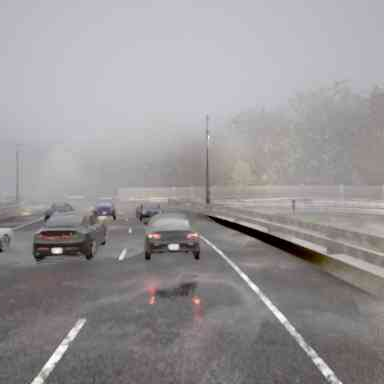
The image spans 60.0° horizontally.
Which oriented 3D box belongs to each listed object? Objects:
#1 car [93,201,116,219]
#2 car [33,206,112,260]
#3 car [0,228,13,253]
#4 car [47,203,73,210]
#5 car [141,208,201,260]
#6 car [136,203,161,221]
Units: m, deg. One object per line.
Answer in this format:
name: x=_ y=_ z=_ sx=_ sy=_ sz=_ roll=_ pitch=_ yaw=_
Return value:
car: x=-7.549 y=1.500 z=28.755 sx=1.812 sy=1.442 sz=4.674 roll=0 pitch=0 yaw=-14
car: x=-4.348 y=1.500 z=12.431 sx=1.837 sy=1.490 sz=4.892 roll=0 pitch=1 yaw=-7
car: x=-7.658 y=1.612 z=10.768 sx=1.895 sy=1.301 sz=4.718 roll=0 pitch=0 yaw=-6
car: x=-10.848 y=1.555 z=27.548 sx=1.994 sy=1.385 sz=4.181 roll=0 pitch=0 yaw=-14
car: x=-0.812 y=1.505 z=12.282 sx=1.812 sy=1.442 sz=4.674 roll=0 pitch=-1 yaw=-7
car: x=-3.500 y=1.561 z=27.053 sx=1.895 sy=1.301 sz=4.718 roll=0 pitch=0 yaw=-14
